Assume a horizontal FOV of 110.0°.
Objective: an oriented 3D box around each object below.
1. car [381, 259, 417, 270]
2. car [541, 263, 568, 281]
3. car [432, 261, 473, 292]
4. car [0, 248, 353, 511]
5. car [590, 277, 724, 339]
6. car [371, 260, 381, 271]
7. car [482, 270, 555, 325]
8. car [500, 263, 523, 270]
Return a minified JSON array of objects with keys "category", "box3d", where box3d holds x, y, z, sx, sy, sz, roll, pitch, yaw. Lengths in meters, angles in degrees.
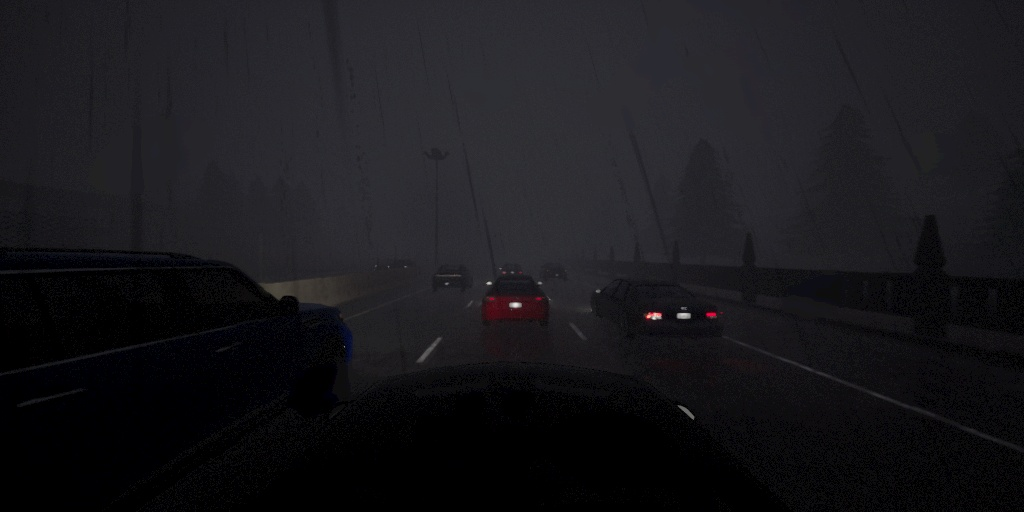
[{"category":"car","box3d":[-10.876,1.114,35.465,2.097,1.767,4.553,0,0,-2]},{"category":"car","box3d":[3.454,1.287,30.221,1.812,1.442,4.674,0,0,-1]},{"category":"car","box3d":[-3.421,1.249,21.230,2.128,1.511,4.902,0,0,0]},{"category":"car","box3d":[-3.400,0.972,2.890,2.150,2.045,5.566,0,0,0]},{"category":"car","box3d":[3.597,1.301,10.020,2.033,1.411,5.357,0,0,0]},{"category":"car","box3d":[-14.575,1.116,42.134,2.097,1.767,4.553,0,0,-1]},{"category":"car","box3d":[0.097,1.318,11.849,1.994,1.385,4.181,0,0,0]},{"category":"car","box3d":[-0.034,1.308,29.726,2.033,1.411,5.357,0,0,-1]}]
